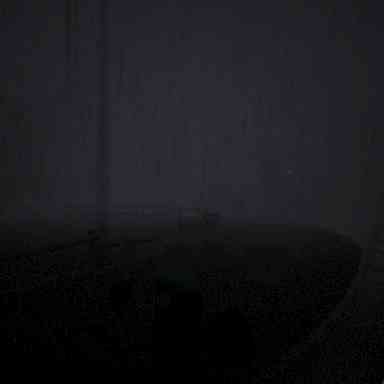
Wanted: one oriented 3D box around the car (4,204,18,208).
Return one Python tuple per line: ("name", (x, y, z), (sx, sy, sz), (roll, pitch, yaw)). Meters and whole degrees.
("car", (-37.292, 2.657, 69.157), (4.674, 1.442, 1.812), (-1, -1, 29))
